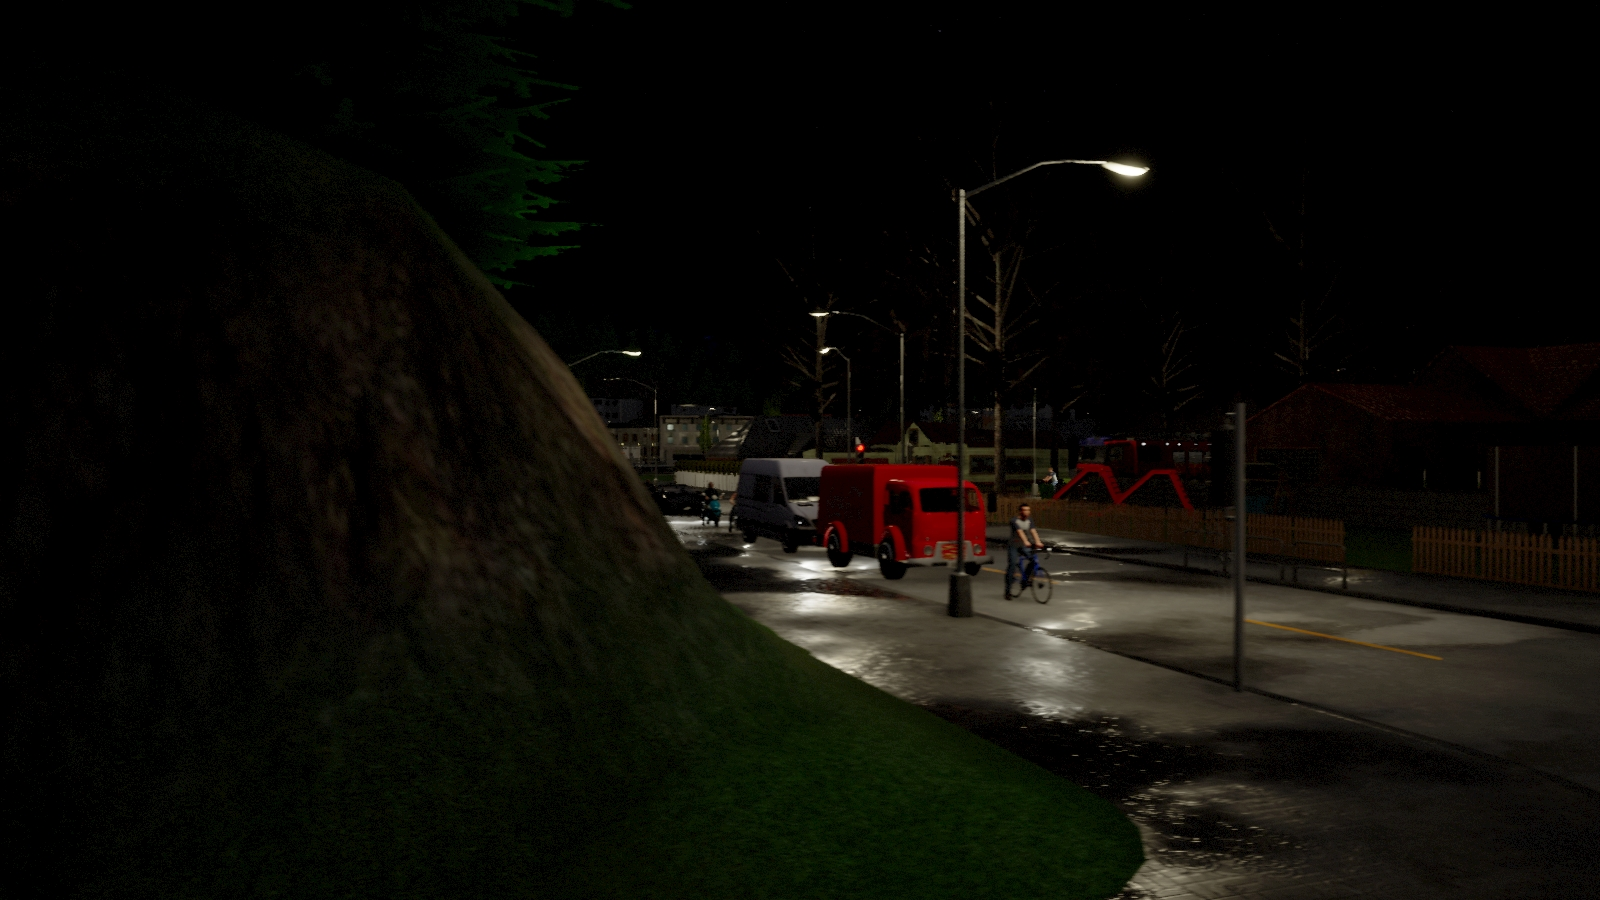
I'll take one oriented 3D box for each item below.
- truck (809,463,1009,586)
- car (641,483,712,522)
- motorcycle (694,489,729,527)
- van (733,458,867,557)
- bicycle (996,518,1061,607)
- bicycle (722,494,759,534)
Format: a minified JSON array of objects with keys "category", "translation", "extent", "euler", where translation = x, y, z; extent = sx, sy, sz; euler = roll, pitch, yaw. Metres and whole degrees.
[{"category":"truck","translation":[2.347,1.569,26.427],"extent":[2.627,2.467,5.204],"euler":[0,0,-20]},{"category":"car","translation":[-5.134,2.120,46.990],"extent":[1.994,1.385,4.181],"euler":[0,0,-20]},{"category":"motorcycle","translation":[-3.284,2.143,42.282],"extent":[0.856,1.316,1.805],"euler":[0,0,-19]},{"category":"van","translation":[-0.141,1.535,33.295],"extent":[1.988,2.561,5.915],"euler":[0,0,-20]},{"category":"bicycle","translation":[4.229,2.057,21.249],"extent":[0.373,1.496,1.643],"euler":[0,0,-20]},{"category":"bicycle","translation":[-2.024,2.159,38.791],"extent":[0.859,1.276,1.487],"euler":[0,0,-19]}]
